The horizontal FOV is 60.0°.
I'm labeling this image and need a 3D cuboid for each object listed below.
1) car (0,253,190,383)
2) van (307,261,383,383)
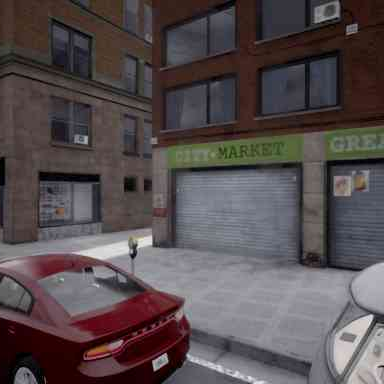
[{"bbox_3d":[-2.127,1.544,4.592,4.507,1.381,1.887,0,0,35],"label":"car"},{"bbox_3d":[2.482,1.341,1.306,3.998,1.788,1.690,0,0,35],"label":"van"}]
